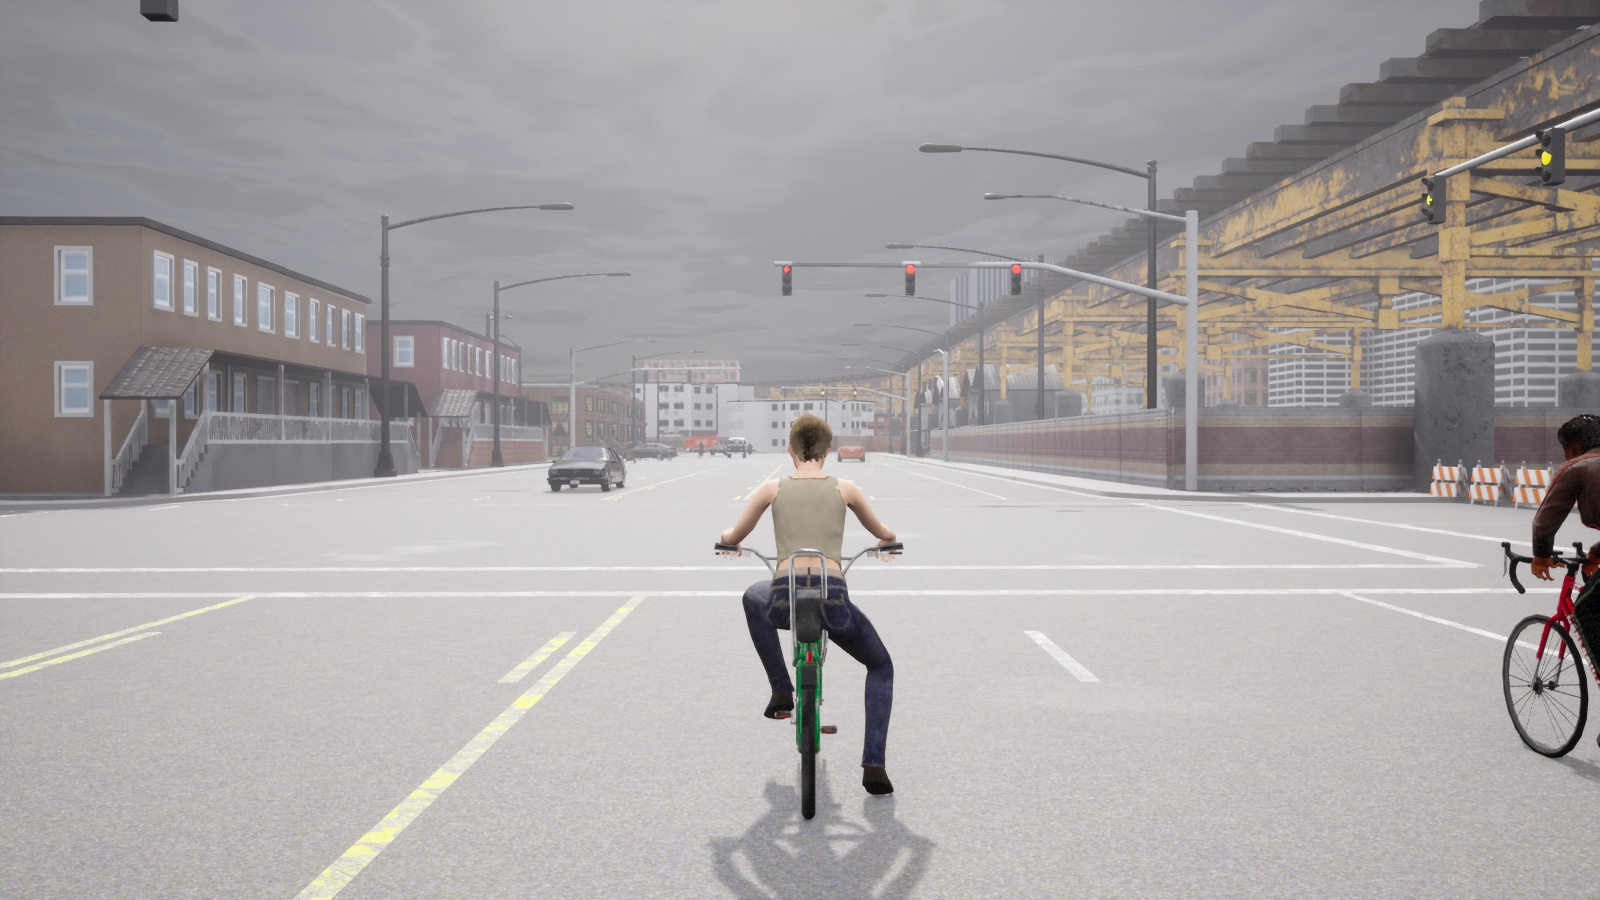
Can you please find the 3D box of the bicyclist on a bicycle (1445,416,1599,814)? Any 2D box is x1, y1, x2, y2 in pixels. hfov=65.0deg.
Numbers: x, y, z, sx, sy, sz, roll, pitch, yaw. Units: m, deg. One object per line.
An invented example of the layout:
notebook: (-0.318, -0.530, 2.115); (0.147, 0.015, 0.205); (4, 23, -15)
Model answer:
bicyclist on a bicycle: (3.545, 0.671, 5.511); (0.582, 1.620, 1.656); (0, 0, 0)

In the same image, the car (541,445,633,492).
car: (-6.773, 0.560, 40.534); (2.033, 1.411, 5.357); (0, 0, 0)

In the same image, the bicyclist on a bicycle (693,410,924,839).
bicyclist on a bicycle: (0.038, 0.652, 5.474); (0.866, 1.612, 1.509); (0, 0, 0)
